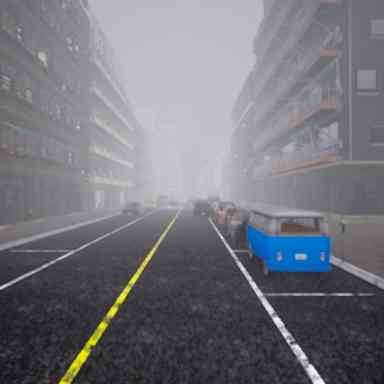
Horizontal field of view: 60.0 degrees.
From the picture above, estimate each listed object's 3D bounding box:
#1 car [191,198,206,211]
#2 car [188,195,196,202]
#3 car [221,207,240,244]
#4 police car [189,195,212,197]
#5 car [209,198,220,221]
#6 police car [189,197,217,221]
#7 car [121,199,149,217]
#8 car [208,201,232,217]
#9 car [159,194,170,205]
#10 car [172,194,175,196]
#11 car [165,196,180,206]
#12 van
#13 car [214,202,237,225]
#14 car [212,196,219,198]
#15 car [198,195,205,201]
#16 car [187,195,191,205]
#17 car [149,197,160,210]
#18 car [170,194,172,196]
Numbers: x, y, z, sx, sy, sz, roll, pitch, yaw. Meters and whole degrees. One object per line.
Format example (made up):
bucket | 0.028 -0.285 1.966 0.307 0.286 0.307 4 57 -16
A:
car | 0.831 1.601 44.109 1.837 1.490 4.892 0 0 0
car | 0.010 1.509 78.658 1.882 1.535 5.008 0 0 0
car | 2.693 1.603 15.703 1.947 1.339 4.313 0 0 0
police car | 0.904 1.510 38.219 1.930 1.638 5.238 0 0 0
car | 2.695 1.501 26.977 1.967 1.590 4.097 0 0 0
police car | 0.903 1.489 28.219 1.930 1.638 5.238 0 0 0
car | -5.686 1.639 32.616 1.947 1.339 4.313 0 0 0
car | 2.696 1.624 32.612 2.008 1.369 4.403 0 0 0
car | -5.682 1.567 60.800 1.967 1.590 4.097 0 0 0
car | -5.677 1.501 94.618 2.192 1.841 5.009 0 0 0
car | -3.051 1.721 57.093 1.895 1.301 4.718 0 0 1
van | 2.693 1.365 10.067 1.690 1.788 3.998 0 0 0
car | 2.694 1.594 21.339 1.887 1.381 4.507 0 0 0
car | 2.698 1.410 43.886 2.192 1.841 5.009 0 0 0
car | 2.703 1.711 94.783 1.752 1.417 4.829 0 0 0
car | 0.008 1.624 63.658 2.128 1.511 4.902 0 0 0
car | -5.684 1.620 43.719 1.752 1.417 4.829 0 0 0
car | -5.680 1.452 66.436 2.192 1.841 5.009 0 0 0
